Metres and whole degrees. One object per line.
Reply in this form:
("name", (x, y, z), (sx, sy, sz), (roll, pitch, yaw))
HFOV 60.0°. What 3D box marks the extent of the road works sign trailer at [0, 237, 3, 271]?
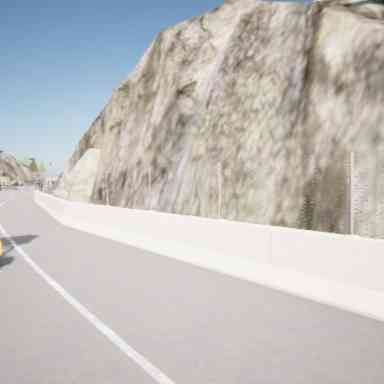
("road works sign trailer", (-6.536, 0.228, 8.902), (2.380, 3.560, 2.880), (-3, 3, -34))
